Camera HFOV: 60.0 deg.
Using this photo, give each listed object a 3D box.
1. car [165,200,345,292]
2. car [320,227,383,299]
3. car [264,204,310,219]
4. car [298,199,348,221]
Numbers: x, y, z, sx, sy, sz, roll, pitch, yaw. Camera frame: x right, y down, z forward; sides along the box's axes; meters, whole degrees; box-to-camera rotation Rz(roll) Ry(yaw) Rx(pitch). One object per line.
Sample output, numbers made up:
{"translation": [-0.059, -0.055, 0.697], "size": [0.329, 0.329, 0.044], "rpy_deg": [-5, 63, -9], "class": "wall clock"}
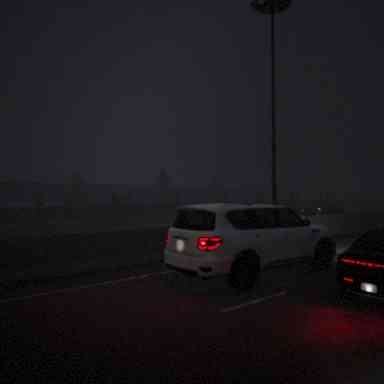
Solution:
{"translation": [1.862, 1.323, 9.549], "size": [5.566, 2.045, 2.150], "rpy_deg": [0, -1, -37], "class": "car"}
{"translation": [5.245, 1.543, 7.720], "size": [4.892, 1.490, 1.837], "rpy_deg": [0, -1, -37], "class": "car"}
{"translation": [9.487, 1.900, 33.081], "size": [4.718, 1.301, 1.895], "rpy_deg": [0, -1, -36], "class": "car"}
{"translation": [12.083, 1.589, 30.598], "size": [4.553, 1.767, 2.097], "rpy_deg": [0, -1, -36], "class": "car"}
